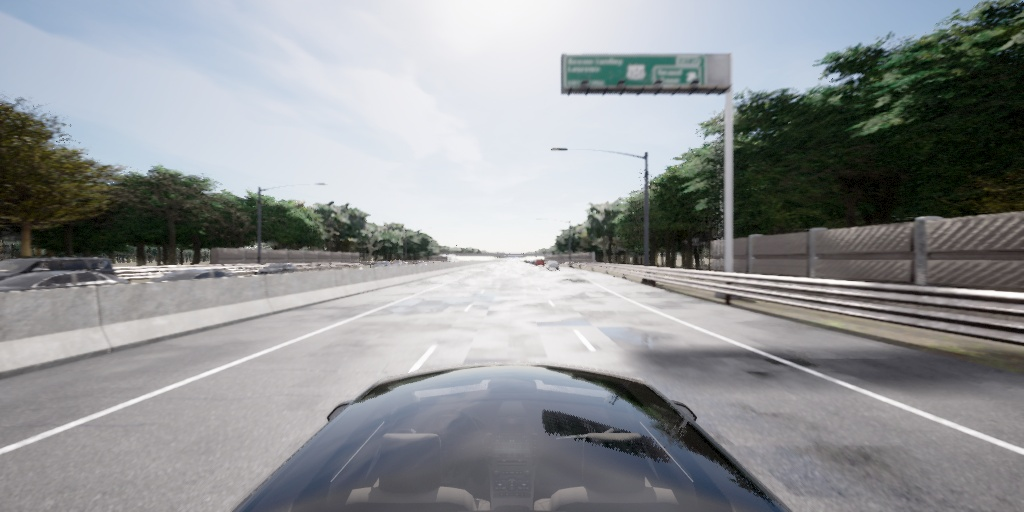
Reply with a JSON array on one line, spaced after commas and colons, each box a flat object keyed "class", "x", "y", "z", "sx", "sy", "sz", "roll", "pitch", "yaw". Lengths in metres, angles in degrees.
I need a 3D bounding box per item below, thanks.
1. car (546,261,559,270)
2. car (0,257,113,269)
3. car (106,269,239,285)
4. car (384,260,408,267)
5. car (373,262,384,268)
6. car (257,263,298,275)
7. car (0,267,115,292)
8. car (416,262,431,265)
[{"class": "car", "x": 6.995, "y": 1.588, "z": 61.666, "sx": 1.812, "sy": 1.442, "sz": 4.674, "roll": 0, "pitch": 0, "yaw": 0}, {"class": "car", "x": -21.097, "y": 1.068, "z": 15.931, "sx": 2.150, "sy": 2.045, "sz": 5.566, "roll": 0, "pitch": 0, "yaw": 0}, {"class": "car", "x": -14.095, "y": 1.351, "z": 15.789, "sx": 1.837, "sy": 1.490, "sz": 4.892, "roll": 0, "pitch": 0, "yaw": 0}, {"class": "car", "x": -17.533, "y": 1.621, "z": 55.445, "sx": 2.128, "sy": 1.511, "sz": 4.902, "roll": 0, "pitch": 0, "yaw": 1}, {"class": "car", "x": -21.027, "y": 1.654, "z": 58.322, "sx": 1.837, "sy": 1.490, "sz": 4.892, "roll": 0, "pitch": 0, "yaw": 1}, {"class": "car", "x": -23.845, "y": 1.497, "z": 36.687, "sx": 1.837, "sy": 1.490, "sz": 4.892, "roll": 0, "pitch": 0, "yaw": -3}, {"class": "car", "x": -17.596, "y": 1.336, "z": 13.608, "sx": 1.837, "sy": 1.490, "sz": 4.892, "roll": 0, "pitch": 0, "yaw": 0}, {"class": "car", "x": -14.035, "y": 1.637, "z": 56.978, "sx": 2.128, "sy": 1.511, "sz": 4.902, "roll": 0, "pitch": 0, "yaw": 1}]
